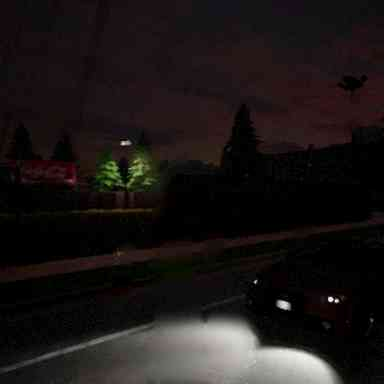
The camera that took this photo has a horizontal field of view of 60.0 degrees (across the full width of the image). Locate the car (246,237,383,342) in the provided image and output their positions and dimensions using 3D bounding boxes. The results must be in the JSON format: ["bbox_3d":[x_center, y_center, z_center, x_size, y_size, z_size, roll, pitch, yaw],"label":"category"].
[{"bbox_3d":[2.984,1.634,6.656,4.181,1.385,1.994,0,-1,-40],"label":"car"}]

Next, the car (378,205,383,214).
[{"bbox_3d":[24.180,1.792,38.345,1.882,1.535,5.008,1,-1,-35],"label":"car"}]
